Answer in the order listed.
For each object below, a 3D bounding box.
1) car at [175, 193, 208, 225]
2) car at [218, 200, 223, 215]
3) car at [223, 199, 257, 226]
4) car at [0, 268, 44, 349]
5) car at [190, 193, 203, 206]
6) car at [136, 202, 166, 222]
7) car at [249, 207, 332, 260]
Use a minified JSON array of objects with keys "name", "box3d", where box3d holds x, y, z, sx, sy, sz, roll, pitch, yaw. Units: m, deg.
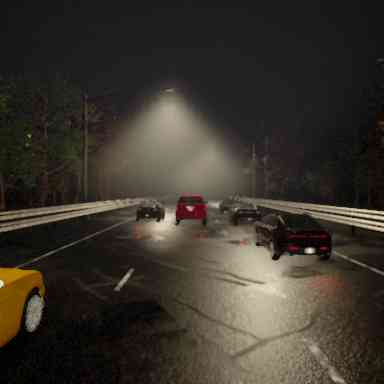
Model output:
[{"name":"car","box3d":[-0.011,1.234,24.577,2.150,2.045,5.566,0,0,2]},{"name":"car","box3d":[3.785,1.492,34.283,1.882,1.535,5.008,0,0,1]},{"name":"car","box3d":[3.633,1.503,23.329,2.128,1.511,4.902,0,0,1]},{"name":"car","box3d":[-3.389,1.479,3.570,1.882,1.535,5.008,0,0,0]},{"name":"car","box3d":[0.864,1.237,56.812,2.150,2.045,5.566,0,0,2]},{"name":"car","box3d":[-3.222,1.502,26.518,2.128,1.511,4.902,0,0,1]},{"name":"car","box3d":[3.538,1.510,12.374,1.837,1.490,4.892,0,0,0]}]
